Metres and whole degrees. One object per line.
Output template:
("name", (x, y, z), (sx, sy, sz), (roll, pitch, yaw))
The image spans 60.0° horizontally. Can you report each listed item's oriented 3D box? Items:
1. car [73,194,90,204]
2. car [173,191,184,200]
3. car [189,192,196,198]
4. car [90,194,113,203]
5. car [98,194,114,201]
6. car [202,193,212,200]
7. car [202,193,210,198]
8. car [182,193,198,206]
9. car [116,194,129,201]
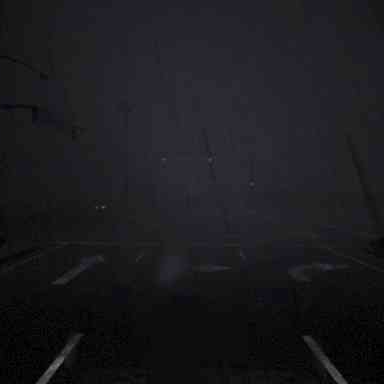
("car", (-18.554, 1.163, 56.449), (1.837, 1.490, 4.892), (0, 1, 1))
("car", (-3.433, 1.057, 78.537), (2.033, 1.411, 5.357), (0, 0, 0))
("car", (0.132, 0.809, 88.815), (1.837, 1.490, 4.892), (0, 0, 0))
("car", (-15.059, 1.149, 56.532), (2.128, 1.511, 4.902), (0, 0, 1))
("car", (-18.476, 1.106, 71.814), (2.033, 1.411, 5.357), (0, 0, 0))
("car", (3.566, 0.992, 78.378), (1.882, 1.535, 5.008), (0, 0, 0))
("car", (3.632, 0.862, 88.795), (1.994, 1.385, 4.181), (0, 0, 0))
("car", (-0.010, 1.260, 47.546), (2.033, 1.411, 5.357), (0, 0, 0))
("car", (-14.976, 1.105, 71.871), (2.033, 1.411, 5.357), (0, 0, 0))
